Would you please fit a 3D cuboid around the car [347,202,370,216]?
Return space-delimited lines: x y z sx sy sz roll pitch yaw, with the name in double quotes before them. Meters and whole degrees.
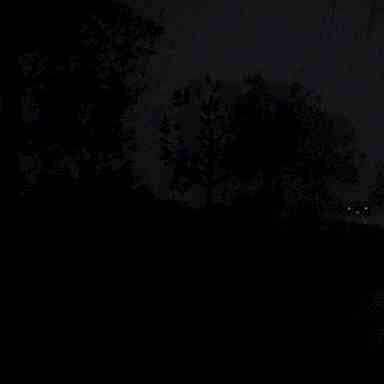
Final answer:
"car" 16.533 1.650 33.243 1.895 1.301 4.718 0 0 26
